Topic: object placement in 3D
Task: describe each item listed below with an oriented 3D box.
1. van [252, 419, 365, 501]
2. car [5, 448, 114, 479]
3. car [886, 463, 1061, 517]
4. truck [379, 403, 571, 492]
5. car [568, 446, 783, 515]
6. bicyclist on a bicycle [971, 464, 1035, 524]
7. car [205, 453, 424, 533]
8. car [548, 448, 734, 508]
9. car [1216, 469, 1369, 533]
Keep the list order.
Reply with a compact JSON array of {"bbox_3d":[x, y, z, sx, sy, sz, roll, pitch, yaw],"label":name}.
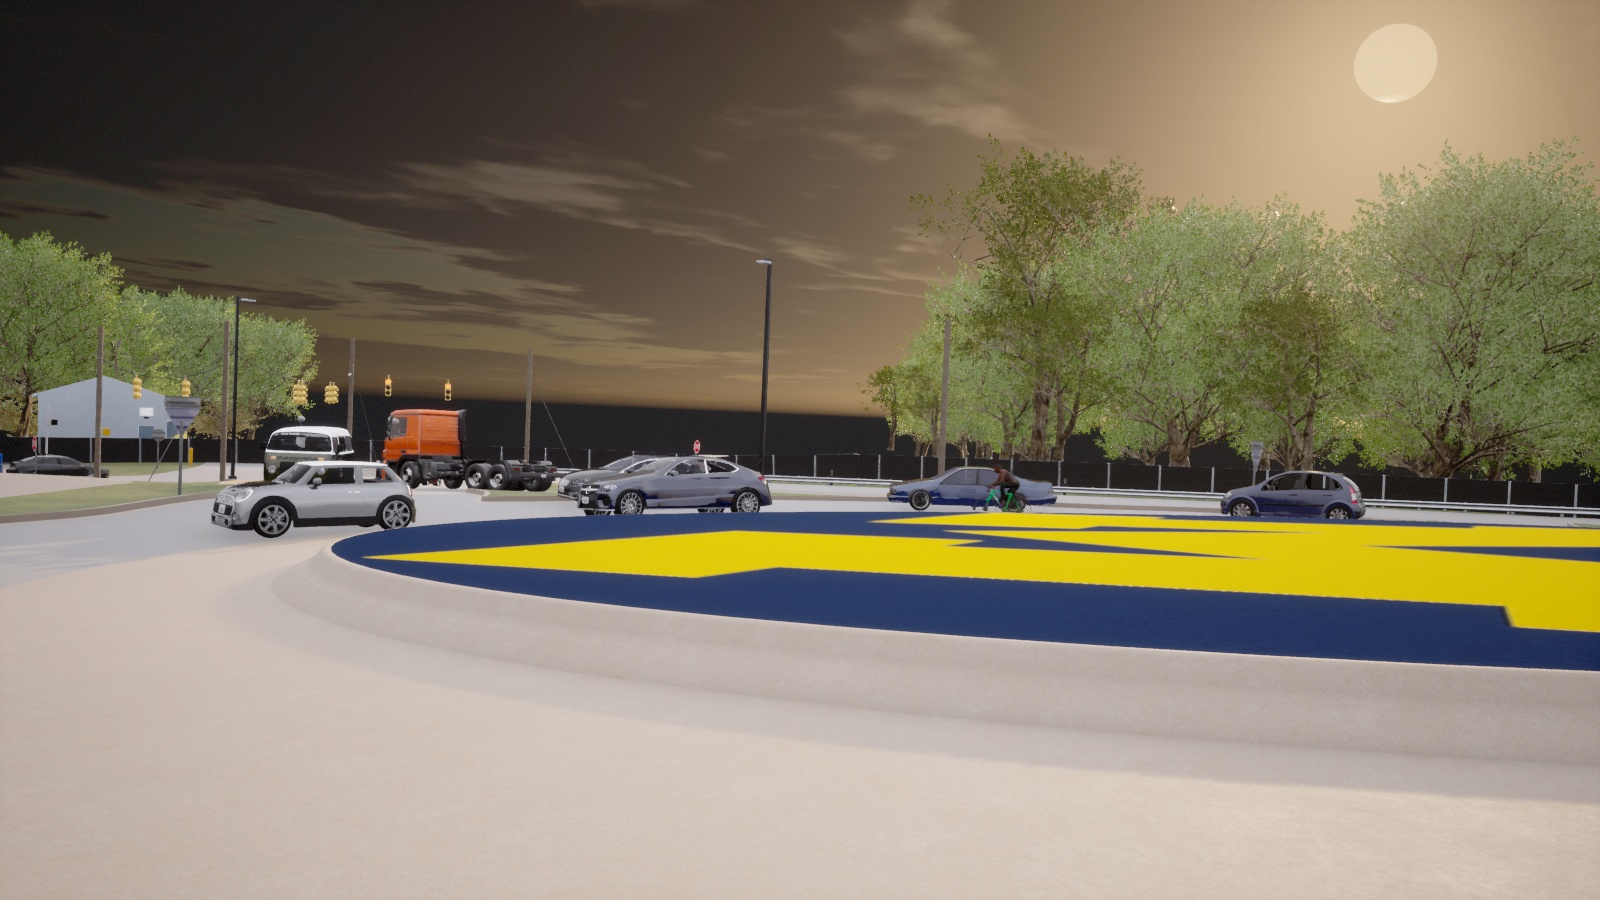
[{"bbox_3d":[-13.521,0.253,34.789,2.069,2.038,4.480,3,0,-11],"label":"van"},{"bbox_3d":[-41.103,0.768,69.803,4.892,1.490,1.837,2,2,-43],"label":"car"},{"bbox_3d":[5.473,1.270,40.172,5.357,1.411,2.033,2,2,3],"label":"car"},{"bbox_3d":[-13.637,-0.135,52.391,7.936,3.462,2.891,1,-1,31],"label":"truck"},{"bbox_3d":[-3.150,0.800,32.222,5.027,1.651,2.152,2,-1,-33],"label":"car"},{"bbox_3d":[5.688,1.246,35.241,1.656,1.620,0.582,2,-2,-1],"label":"bicyclist on a bicycle"},{"bbox_3d":[-10.118,0.857,26.274,3.806,1.475,1.970,1,2,-40],"label":"car"},{"bbox_3d":[-4.641,0.829,36.848,4.902,1.511,2.128,2,2,-30],"label":"car"},{"bbox_3d":[14.694,1.479,37.502,3.988,1.617,1.851,3,1,30],"label":"car"}]
